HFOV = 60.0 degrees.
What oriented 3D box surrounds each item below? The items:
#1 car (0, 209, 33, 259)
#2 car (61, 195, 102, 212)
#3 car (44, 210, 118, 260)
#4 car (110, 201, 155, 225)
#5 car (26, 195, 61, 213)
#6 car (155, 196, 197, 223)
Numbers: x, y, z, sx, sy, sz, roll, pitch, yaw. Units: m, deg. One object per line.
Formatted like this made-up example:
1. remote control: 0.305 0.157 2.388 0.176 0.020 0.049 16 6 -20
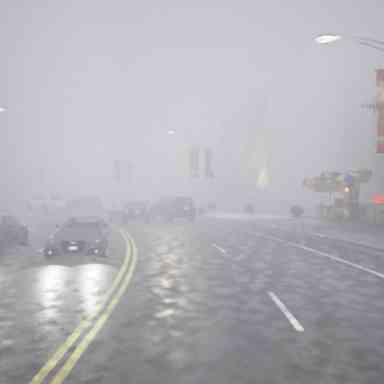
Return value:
1. car: -7.631 1.567 12.598 1.812 1.442 4.674 0 0 -10
2. car: -13.318 1.356 40.766 5.566 2.045 2.150 0 -1 39
3. car: -4.078 1.606 12.551 1.994 1.385 4.181 0 0 -9
4. car: -4.875 1.436 25.361 2.097 1.767 4.553 0 0 -29
5. car: -17.431 1.351 39.563 5.566 2.045 2.150 0 -1 36
6. car: -1.692 1.315 26.828 2.150 2.045 5.566 0 0 -29
